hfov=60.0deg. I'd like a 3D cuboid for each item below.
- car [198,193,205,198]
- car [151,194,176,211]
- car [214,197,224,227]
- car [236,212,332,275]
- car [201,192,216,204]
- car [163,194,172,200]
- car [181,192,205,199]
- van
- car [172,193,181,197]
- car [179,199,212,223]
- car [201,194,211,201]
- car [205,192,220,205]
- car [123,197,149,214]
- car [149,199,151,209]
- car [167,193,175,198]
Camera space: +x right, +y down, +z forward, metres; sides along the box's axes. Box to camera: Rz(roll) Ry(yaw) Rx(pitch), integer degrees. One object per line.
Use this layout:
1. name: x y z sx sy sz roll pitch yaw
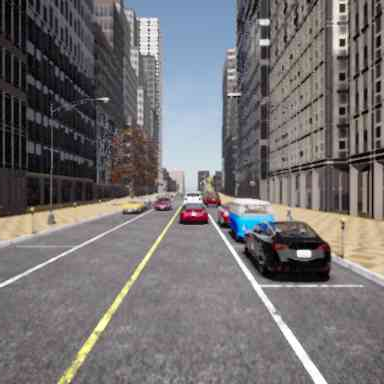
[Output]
1. car: 2.740 0.949 95.464 1.947 1.339 4.313 0 0 0
2. car: -3.077 1.309 36.575 1.812 1.442 4.674 0 0 0
3. car: 2.704 1.317 21.467 1.967 1.590 4.097 0 0 0
4. car: 2.698 1.509 10.082 1.947 1.339 4.313 0 0 0
5. car: 2.721 0.976 55.619 2.192 1.841 5.009 0 0 0
6. car: -5.649 1.087 78.403 1.802 1.307 4.206 0 0 0
7. car: 0.118 0.981 40.744 2.150 2.045 5.566 0 1 0
8. van: 2.701 1.252 15.775 1.690 1.788 3.998 0 0 0
9. car: -2.962 0.905 77.932 1.837 1.490 4.892 0 0 0
10. car: 0.114 1.425 23.913 1.994 1.385 4.181 0 0 0
11. car: 2.726 1.108 67.173 1.752 1.417 4.829 0 0 0
12. car: 2.716 1.050 44.234 2.192 1.841 5.009 0 0 0
13. car: -5.672 1.333 32.696 1.752 1.417 4.829 0 0 0
14. car: -5.669 1.322 38.559 2.008 1.369 4.403 0 0 0
15. car: -5.644 0.975 89.789 2.008 1.369 4.403 0 0 0
